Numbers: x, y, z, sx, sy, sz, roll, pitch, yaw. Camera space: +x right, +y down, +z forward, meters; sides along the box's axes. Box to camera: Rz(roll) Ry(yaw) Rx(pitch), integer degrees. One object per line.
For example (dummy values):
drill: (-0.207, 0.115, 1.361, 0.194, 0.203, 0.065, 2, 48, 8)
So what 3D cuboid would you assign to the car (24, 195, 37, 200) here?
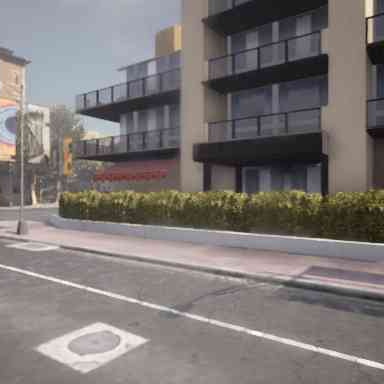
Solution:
car: (-36.661, 1.457, 72.105, 4.892, 1.521, 2.231, 0, 0, 35)
